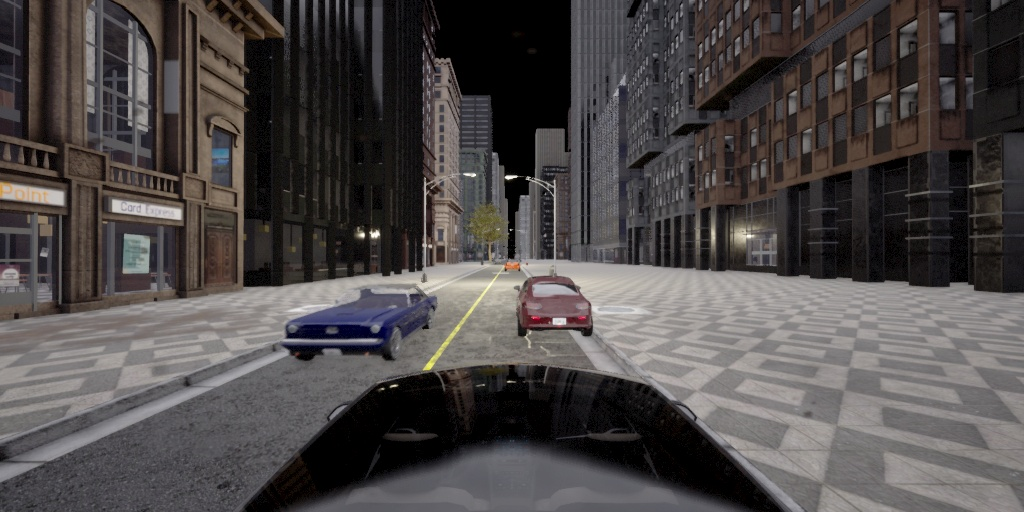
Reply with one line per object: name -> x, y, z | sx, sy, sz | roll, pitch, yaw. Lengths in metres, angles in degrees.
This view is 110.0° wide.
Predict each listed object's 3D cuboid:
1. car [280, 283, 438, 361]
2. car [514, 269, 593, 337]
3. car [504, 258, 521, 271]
car -> -3.103, 1.352, 8.386 | 1.895, 1.301, 4.718 | 0, 0, 0
car -> 1.047, 1.278, 10.219 | 1.812, 1.442, 4.674 | 0, 0, 0
car -> 0.084, 1.133, 48.405 | 2.097, 1.767, 4.553 | 0, 0, 1
